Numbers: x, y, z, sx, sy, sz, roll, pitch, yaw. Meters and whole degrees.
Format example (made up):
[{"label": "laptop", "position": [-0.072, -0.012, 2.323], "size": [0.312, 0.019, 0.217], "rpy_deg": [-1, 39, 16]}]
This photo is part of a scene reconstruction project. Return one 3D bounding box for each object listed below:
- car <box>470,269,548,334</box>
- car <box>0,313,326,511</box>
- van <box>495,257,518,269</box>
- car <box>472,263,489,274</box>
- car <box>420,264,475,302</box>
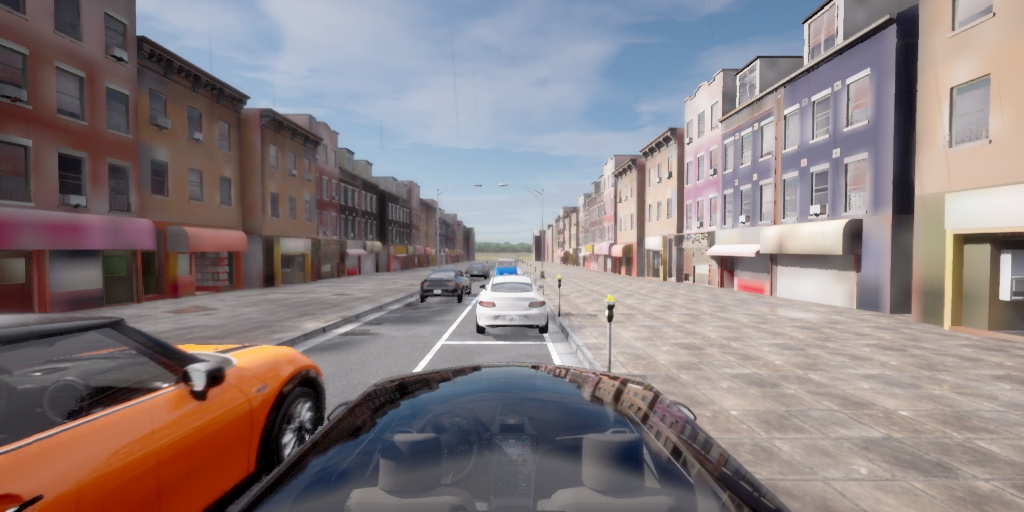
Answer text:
[{"label": "car", "position": [0.003, 1.272, 10.502], "size": [1.812, 1.442, 4.674], "rpy_deg": [0, 0, 0]}, {"label": "car", "position": [-3.020, 1.101, 1.956], "size": [2.097, 1.767, 4.553], "rpy_deg": [0, 0, 0]}, {"label": "van", "position": [-0.384, 1.081, 27.392], "size": [1.690, 1.789, 3.998], "rpy_deg": [0, 0, 0]}, {"label": "car", "position": [-3.016, 1.303, 31.718], "size": [1.994, 1.385, 4.181], "rpy_deg": [0, 0, 0]}, {"label": "car", "position": [-3.016, 1.270, 16.817], "size": [1.812, 1.442, 4.674], "rpy_deg": [0, 0, 0]}]
